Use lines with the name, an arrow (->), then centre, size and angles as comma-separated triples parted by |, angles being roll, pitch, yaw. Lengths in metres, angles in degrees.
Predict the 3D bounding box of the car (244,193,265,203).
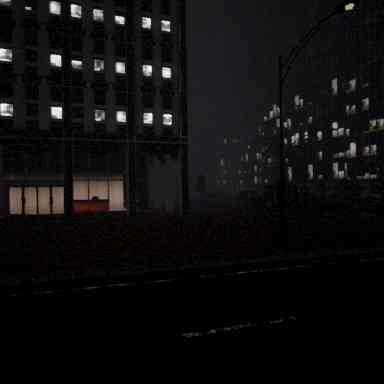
car -> 9.748, 1.226, 45.432 | 2.033, 1.411, 5.357 | -1, 1, -20

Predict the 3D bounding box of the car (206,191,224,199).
car -> 5.124, 0.631, 74.953 | 2.192, 1.841, 5.009 | 0, 1, -20

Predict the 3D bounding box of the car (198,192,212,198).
car -> 3.174, 0.703, 80.293 | 1.967, 1.590, 4.097 | 0, 1, -20

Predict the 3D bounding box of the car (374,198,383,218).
car -> 16.820, 1.213, 26.102 | 2.097, 1.767, 4.553 | -1, 1, -21

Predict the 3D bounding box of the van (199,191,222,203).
van -> 3.105, 0.950, 56.064 | 1.690, 1.788, 3.998 | 0, 1, -20

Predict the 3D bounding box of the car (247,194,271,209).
car -> 8.906, 1.329, 40.035 | 1.947, 1.339, 4.313 | 0, 1, -20

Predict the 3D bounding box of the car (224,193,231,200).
car -> 7.076, 0.951, 69.618 | 1.802, 1.307, 4.206 | 0, 1, -20

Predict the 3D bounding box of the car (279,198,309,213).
car -> 10.802, 1.397, 34.677 | 1.802, 1.307, 4.206 | 0, 1, -20

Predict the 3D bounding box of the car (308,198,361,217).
car -> 12.736, 1.432, 29.330 | 1.947, 1.339, 4.313 | 0, 1, -20

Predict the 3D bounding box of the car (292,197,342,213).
car -> 13.283, 1.318, 35.744 | 2.033, 1.411, 5.357 | -1, 1, -20

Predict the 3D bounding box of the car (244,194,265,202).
car -> 10.977, 1.056, 58.941 | 1.802, 1.307, 4.206 | 0, 1, -20

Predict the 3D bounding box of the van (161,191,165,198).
van -> -6.648, 0.685, 82.756 | 1.690, 1.788, 3.998 | 0, 1, -20

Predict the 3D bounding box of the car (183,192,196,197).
car -> -0.727, 0.707, 90.971 | 2.008, 1.369, 4.403 | 0, 1, -20

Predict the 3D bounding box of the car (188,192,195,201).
car -> -0.796, 1.054, 66.743 | 2.008, 1.369, 4.403 | 0, 1, -20

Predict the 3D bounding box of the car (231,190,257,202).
car -> 9.190, 0.753, 56.250 | 2.150, 2.045, 5.566 | -1, 1, -20

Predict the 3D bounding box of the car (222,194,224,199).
car -> 4.320, 0.928, 69.597 | 1.812, 1.442, 4.674 | -1, 1, -20
